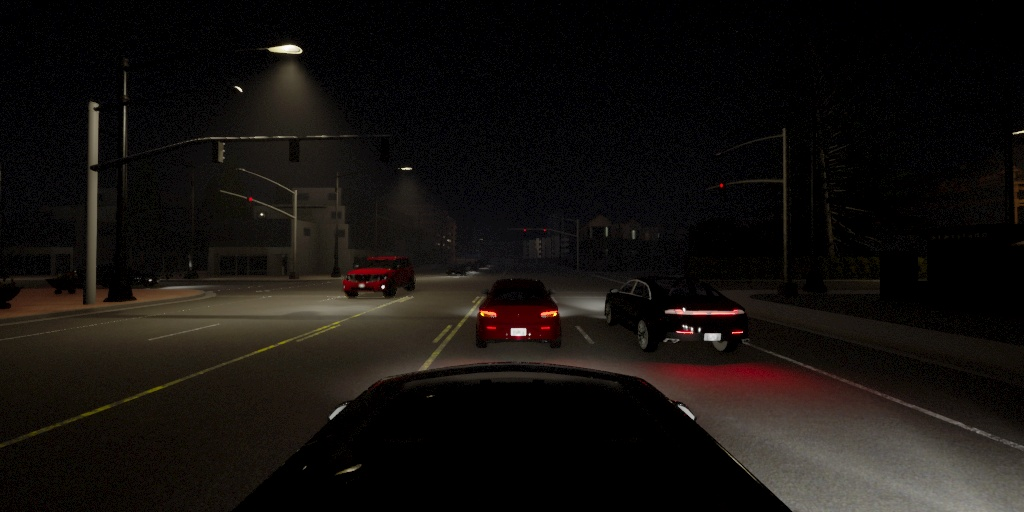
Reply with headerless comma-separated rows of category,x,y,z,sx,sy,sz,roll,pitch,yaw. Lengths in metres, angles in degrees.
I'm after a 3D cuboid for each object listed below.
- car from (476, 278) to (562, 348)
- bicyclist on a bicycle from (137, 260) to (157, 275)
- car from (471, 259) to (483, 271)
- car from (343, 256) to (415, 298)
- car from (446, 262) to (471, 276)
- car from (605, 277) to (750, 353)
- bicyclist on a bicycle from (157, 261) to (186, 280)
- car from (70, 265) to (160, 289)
car,0.166,1.288,9.128,1.812,1.442,4.674,0,0,1
bicyclist on a bicycle,-31.166,1.133,31.242,1.656,1.620,0.582,25,6,-25
car,-6.370,1.631,56.740,2.128,1.511,4.902,0,1,2
car,-6.874,1.036,19.246,2.150,2.045,5.566,0,-1,1
car,-6.569,1.610,42.881,2.033,1.411,5.357,0,0,1
car,3.657,1.250,8.882,2.128,1.511,4.902,0,0,1
bicyclist on a bicycle,-29.282,1.231,31.021,1.656,1.620,0.582,1,-1,-22
car,-25.852,1.332,23.285,4.892,1.490,1.837,0,-1,1
